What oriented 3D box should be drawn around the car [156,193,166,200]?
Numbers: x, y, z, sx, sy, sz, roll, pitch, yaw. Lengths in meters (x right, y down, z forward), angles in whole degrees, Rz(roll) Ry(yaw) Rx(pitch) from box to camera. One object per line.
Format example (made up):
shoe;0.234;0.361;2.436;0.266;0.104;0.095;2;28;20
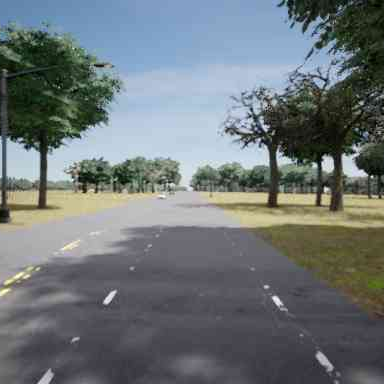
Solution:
car;-6.975;1.028;75.796;1.812;1.442;4.674;0;1;0
